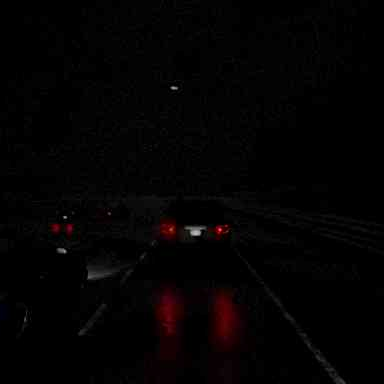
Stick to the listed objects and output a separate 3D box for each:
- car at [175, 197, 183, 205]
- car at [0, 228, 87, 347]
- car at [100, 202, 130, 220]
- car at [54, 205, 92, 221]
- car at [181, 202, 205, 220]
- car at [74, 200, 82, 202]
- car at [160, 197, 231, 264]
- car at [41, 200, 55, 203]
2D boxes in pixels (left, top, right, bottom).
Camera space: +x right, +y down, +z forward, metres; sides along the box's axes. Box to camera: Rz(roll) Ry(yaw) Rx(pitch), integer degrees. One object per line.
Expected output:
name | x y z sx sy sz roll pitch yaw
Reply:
car | -3.485 2.501 91.024 2.150 2.045 5.566 0 -1 0
car | -3.499 1.574 6.327 1.994 1.385 4.181 0 0 0
car | -6.895 1.681 30.272 1.882 1.535 5.008 0 -1 0
car | -10.395 1.793 29.477 1.895 1.301 4.718 0 -1 0
car | 0.105 1.714 31.633 2.128 1.511 4.902 0 -1 0
car | -21.007 2.264 61.553 1.812 1.442 4.674 0 -1 1
car | 0.102 1.256 12.066 2.150 2.045 5.566 0 0 0
car | -27.989 2.322 64.833 2.128 1.511 4.902 0 -1 0
